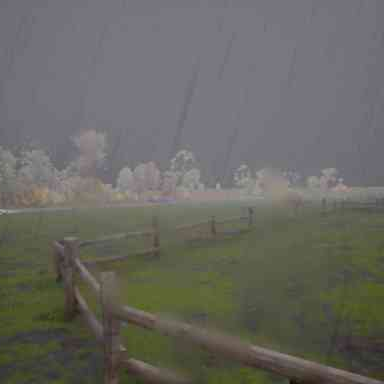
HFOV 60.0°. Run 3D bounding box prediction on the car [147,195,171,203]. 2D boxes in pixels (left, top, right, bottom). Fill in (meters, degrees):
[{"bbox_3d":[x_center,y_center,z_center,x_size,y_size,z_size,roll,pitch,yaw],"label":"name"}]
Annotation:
[{"bbox_3d":[-6.270,1.371,64.097,2.033,1.411,5.357,0,0,36],"label":"car"}]
